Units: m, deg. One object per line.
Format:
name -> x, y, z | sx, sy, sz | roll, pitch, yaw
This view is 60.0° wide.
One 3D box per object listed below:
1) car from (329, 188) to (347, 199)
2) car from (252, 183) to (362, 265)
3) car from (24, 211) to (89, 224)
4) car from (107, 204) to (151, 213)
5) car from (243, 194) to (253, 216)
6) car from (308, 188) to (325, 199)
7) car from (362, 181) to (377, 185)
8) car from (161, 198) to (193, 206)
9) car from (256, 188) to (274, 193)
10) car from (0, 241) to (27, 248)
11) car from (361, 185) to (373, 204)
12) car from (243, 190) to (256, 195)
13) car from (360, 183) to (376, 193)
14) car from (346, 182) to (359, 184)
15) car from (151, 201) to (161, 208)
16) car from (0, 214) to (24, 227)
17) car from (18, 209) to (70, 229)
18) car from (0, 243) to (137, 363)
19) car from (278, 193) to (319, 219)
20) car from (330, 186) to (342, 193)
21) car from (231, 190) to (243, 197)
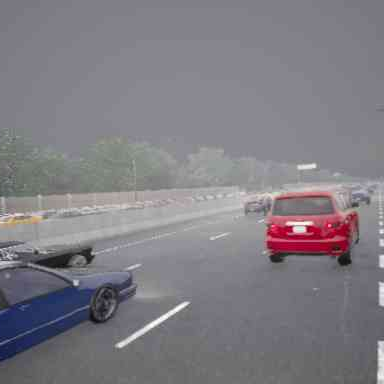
car -> 21.435, 0.179, 48.699 | 1.895, 1.301, 4.718 | -4, 0, 29
car -> 4.043, 0.951, 10.739 | 2.150, 2.045, 5.566 | -4, 0, 30
car -> -10.587, 2.392, 27.572 | 2.033, 1.411, 5.357 | -4, 0, 30
car -> -6.030, 1.990, 28.535 | 1.882, 1.535, 5.008 | -4, 0, 30
car -> 5.912, 1.131, 28.220 | 2.128, 1.511, 4.902 | -4, 0, 29
car -> 20.049, 0.203, 53.387 | 1.837, 1.490, 4.892 | -4, 0, 29
car -> 39.403, -1.136, 73.661 | 1.882, 1.535, 5.008 | -4, 0, 29
car -> -1.503, 1.641, 43.535 | 2.097, 1.767, 4.553 | -4, 0, 29
car -> 17.420, 0.009, 77.354 | 2.150, 2.045, 5.566 | -4, 0, 29
car -> -4.938, 1.984, 9.013 | 1.895, 1.301, 4.718 | -4, 0, 30
car -> 16.554, 0.403, 32.879 | 1.812, 1.442, 4.674 | -4, 0, 29
car -> 14.410, 0.510, 79.091 | 1.837, 1.490, 4.892 | -4, 0, 29
car -> 28.201, -0.291, 53.632 | 1.895, 1.301, 4.718 | -4, 0, 29
car -> 34.709, -0.756, 72.420 | 1.812, 1.442, 4.674 | -4, 0, 29
car -> -4.564, 1.955, 45.205 | 2.128, 1.511, 4.902 | -4, 0, 29
car -> -14.665, 2.620, 27.472 | 1.882, 1.535, 5.008 | -4, 0, 30
car -> -14.986, 2.708, 33.957 | 1.812, 1.442, 4.674 | -4, 0, 30
car -> -3.183, 1.792, 5.042 | 2.033, 1.411, 5.357 | -4, 0, 30
car -> 8.108, 0.976, 25.004 | 1.837, 1.490, 4.892 | -4, 0, 29
car -> 33.759, -0.635, 77.868 | 1.994, 1.385, 4.181 | -4, 0, 29
car -> 11.332, 0.463, 80.778 | 2.150, 2.045, 5.566 | -4, 0, 29
